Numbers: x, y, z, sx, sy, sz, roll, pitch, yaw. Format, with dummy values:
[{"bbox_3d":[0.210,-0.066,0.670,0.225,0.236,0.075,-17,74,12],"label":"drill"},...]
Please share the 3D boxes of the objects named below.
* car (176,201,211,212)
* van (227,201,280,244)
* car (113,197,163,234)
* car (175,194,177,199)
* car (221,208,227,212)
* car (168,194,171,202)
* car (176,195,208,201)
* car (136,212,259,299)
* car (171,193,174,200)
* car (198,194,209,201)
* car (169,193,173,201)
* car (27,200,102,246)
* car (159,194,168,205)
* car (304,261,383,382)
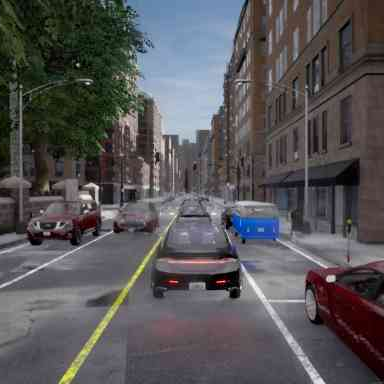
[{"bbox_3d":[0.094,1.485,18.390,2.128,1.511,4.902,0,0,0],"label":"car"},{"bbox_3d":[2.851,1.336,15.549,1.690,1.788,3.998,0,0,0],"label":"van"},{"bbox_3d":[-3.066,1.343,19.178,2.097,1.767,4.553,0,0,0],"label":"car"},{"bbox_3d":[-5.690,1.496,86.450,2.008,1.369,4.403,0,0,0],"label":"car"},{"bbox_3d":[2.850,1.557,21.210,1.947,1.339,4.313,0,0,0],"label":"car"},{"bbox_3d":[-5.685,1.502,64.647,2.008,1.369,4.403,0,0,0],"label":"car"},{"bbox_3d":[-0.008,1.338,27.567,2.097,1.767,4.553,0,0,0],"label":"car"},{"bbox_3d":[0.098,1.490,8.450,2.128,1.511,4.902,0,0,0],"label":"car"},{"bbox_3d":[-5.687,1.491,75.549,1.887,1.381,4.507,0,0,0],"label":"car"},{"bbox_3d":[2.837,1.387,75.586,1.967,1.590,4.097,0,0,0],"label":"car"},{"bbox_3d":[-5.686,1.493,70.098,1.887,1.381,4.507,0,0,0],"label":"car"},{"bbox_3d":[-5.674,1.310,15.507,2.192,1.841,5.009,0,0,0],"label":"car"},{"bbox_3d":[-5.684,1.480,59.026,1.752,1.417,4.829,0,0,0],"label":"car"},{"bbox_3d":[2.853,1.544,4.228,1.887,1.381,4.507,0,0,0],"label":"car"}]
